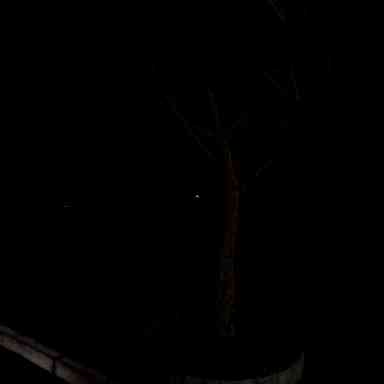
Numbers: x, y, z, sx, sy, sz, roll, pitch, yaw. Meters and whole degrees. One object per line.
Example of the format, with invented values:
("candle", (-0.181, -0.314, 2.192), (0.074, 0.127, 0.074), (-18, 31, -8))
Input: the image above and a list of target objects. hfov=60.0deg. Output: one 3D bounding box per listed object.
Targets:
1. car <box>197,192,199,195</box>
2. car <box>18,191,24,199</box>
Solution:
("car", (2.749, 0.934, 70.019), (2.150, 2.045, 5.566), (1, 0, 32))
("car", (-21.817, 0.922, 37.891), (2.150, 2.045, 5.566), (1, 1, 32))
